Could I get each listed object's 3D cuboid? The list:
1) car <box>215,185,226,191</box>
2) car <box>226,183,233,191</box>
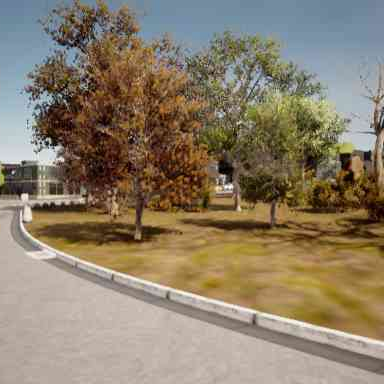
[{"bbox_3d":[5.772,-0.850,90.748,5.366,1.575,1.946,-4,2,-32],"label":"car"},{"bbox_3d":[10.696,-1.452,93.780,5.566,2.045,2.435,-4,2,-32],"label":"car"}]
